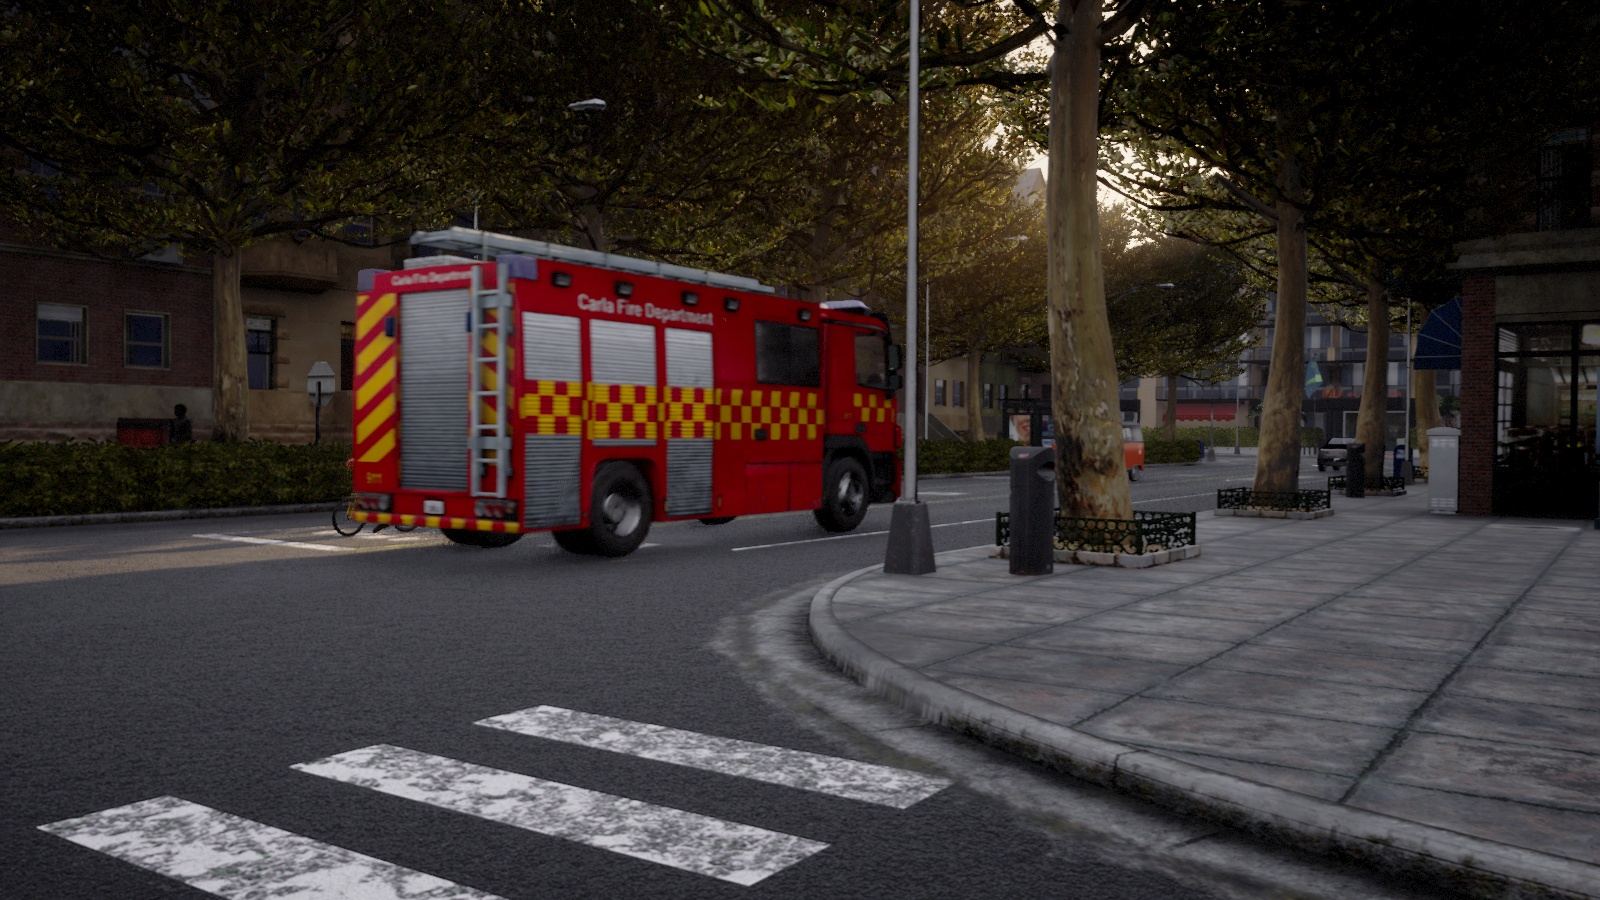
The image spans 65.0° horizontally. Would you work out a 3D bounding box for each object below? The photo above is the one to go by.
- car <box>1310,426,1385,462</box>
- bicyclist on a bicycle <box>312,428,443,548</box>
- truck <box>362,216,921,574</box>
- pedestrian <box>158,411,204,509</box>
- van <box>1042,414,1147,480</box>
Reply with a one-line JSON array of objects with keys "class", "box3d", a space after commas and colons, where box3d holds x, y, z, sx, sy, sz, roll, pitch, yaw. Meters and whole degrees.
[{"class": "car", "box3d": [24.201, -0.277, 55.387, 2.128, 1.511, 4.902, 0, 1, 34]}, {"class": "bicyclist on a bicycle", "box3d": [-5.922, 0.496, 17.679, 0.866, 1.612, 1.509, 0, 1, 34]}, {"class": "truck", "box3d": [-1.639, -0.649, 17.732, 2.891, 3.827, 8.468, 0, 1, 34]}, {"class": "pedestrian", "box3d": [-12.376, 0.183, 25.113, 0.395, 1.930, 0.692, 0, 1, 36]}, {"class": "van", "box3d": [9.460, -0.134, 40.091, 1.775, 1.987, 4.442, 0, 1, 34]}]
